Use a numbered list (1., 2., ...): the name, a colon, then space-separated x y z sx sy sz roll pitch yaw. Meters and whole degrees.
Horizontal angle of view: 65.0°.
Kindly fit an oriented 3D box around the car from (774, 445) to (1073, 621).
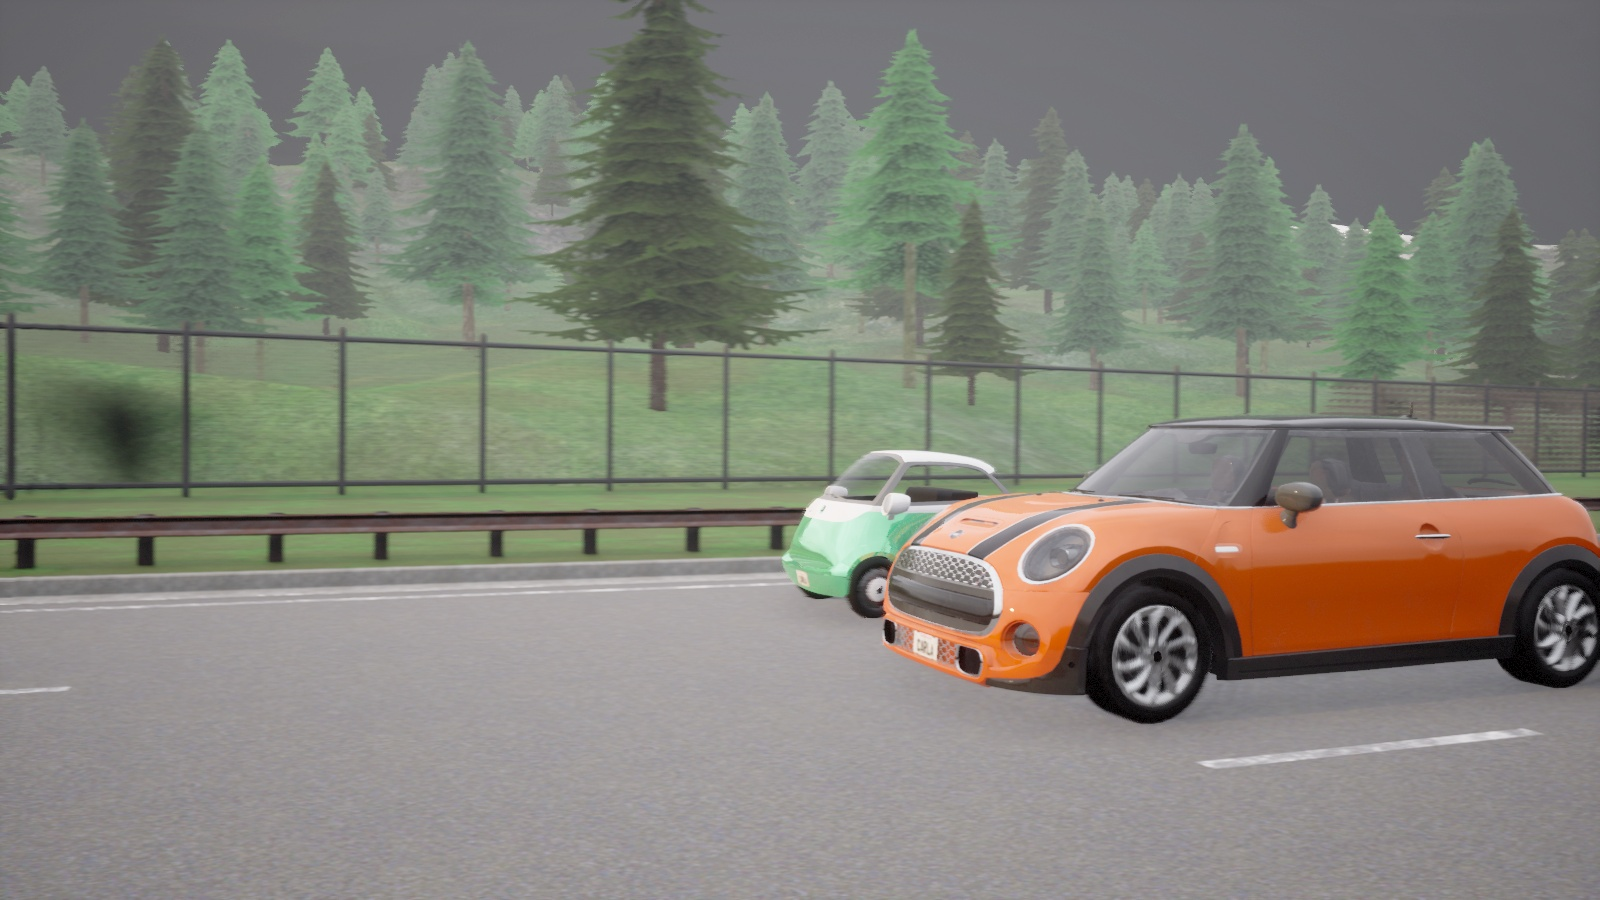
1. car: 1.059 0.660 11.129 2.207 1.376 1.481 -1 1 -21

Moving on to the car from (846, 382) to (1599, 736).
1. car: 2.809 0.495 8.047 4.553 1.767 2.097 -1 1 -21
